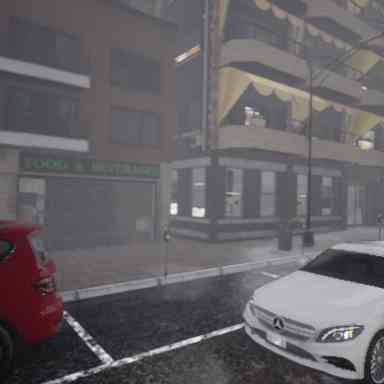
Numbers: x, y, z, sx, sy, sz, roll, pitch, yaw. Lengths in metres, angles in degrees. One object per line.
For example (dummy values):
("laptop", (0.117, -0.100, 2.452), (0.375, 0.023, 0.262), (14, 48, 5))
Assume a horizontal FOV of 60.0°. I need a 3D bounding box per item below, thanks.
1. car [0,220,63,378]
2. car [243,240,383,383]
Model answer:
("car", (-4.055, 1.301, 3.640), (5.009, 1.841, 2.192), (1, 0, -36))
("car", (2.942, 1.589, 5.486), (4.674, 1.442, 1.812), (1, 0, -36))
